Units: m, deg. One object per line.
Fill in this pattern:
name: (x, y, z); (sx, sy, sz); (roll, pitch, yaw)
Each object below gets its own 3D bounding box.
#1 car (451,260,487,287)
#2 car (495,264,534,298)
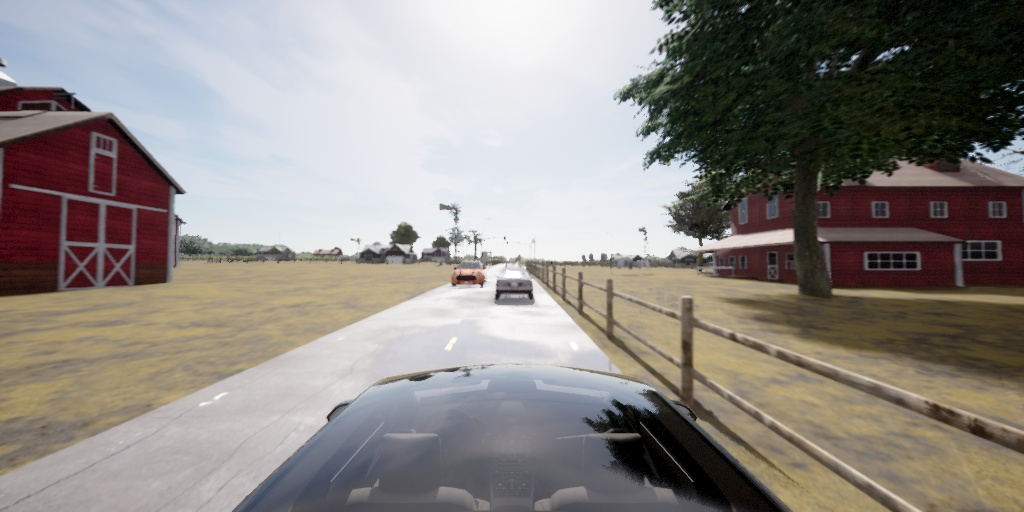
car: (-2.848, 1.099, 24.542); (2.097, 1.767, 4.553); (0, 0, 0)
car: (0.105, 1.286, 18.148); (2.033, 1.411, 5.357); (0, 0, 0)
